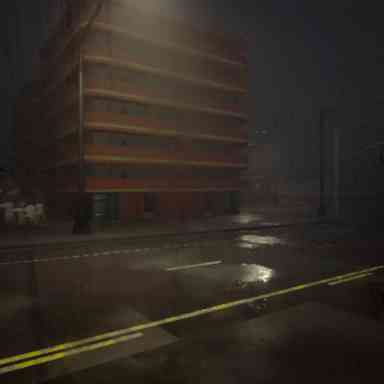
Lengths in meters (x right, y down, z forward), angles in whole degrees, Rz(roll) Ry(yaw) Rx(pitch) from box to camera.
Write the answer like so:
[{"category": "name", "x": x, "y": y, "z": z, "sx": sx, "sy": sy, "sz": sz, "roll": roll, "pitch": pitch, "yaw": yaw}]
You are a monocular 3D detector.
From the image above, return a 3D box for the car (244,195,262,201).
[{"category": "car", "x": 15.875, "y": 1.433, "z": 84.134, "sx": 3.806, "sy": 1.475, "sz": 1.970, "roll": -1, "pitch": 0, "yaw": -35}]

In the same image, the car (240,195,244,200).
[{"category": "car", "x": 11.902, "y": 1.279, "z": 88.354, "sx": 4.611, "sy": 1.667, "sz": 2.242, "roll": -1, "pitch": 0, "yaw": -35}]

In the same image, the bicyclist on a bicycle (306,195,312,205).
[{"category": "bicyclist on a bicycle", "x": 19.752, "y": 1.386, "z": 56.204, "sx": 1.656, "sy": 1.620, "sz": 0.582, "roll": -1, "pitch": 0, "yaw": -37}]
